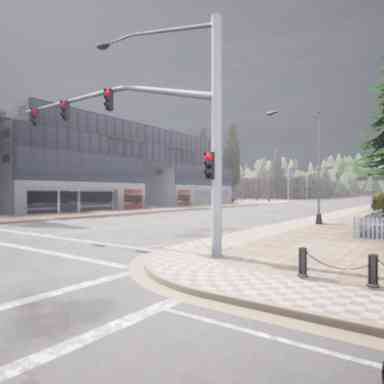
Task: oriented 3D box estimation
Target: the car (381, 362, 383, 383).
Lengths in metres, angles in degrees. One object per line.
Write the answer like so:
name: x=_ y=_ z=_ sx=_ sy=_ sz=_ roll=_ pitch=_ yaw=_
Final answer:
car: x=3.624 y=1.478 z=1.375 sx=5.008 sy=1.535 sz=1.882 roll=0 pitch=0 yaw=36
